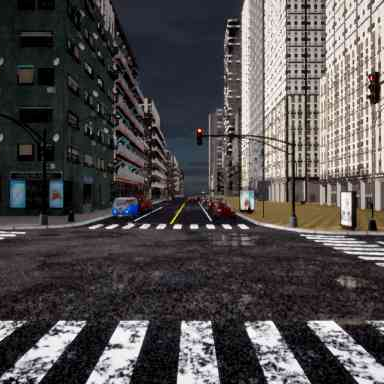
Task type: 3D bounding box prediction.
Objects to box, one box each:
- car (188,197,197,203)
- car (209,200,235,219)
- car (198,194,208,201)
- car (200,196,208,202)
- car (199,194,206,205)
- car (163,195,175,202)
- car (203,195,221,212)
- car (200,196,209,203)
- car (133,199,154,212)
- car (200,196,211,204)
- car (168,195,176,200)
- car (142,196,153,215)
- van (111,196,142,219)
[{"bbox_3d":[0.129,1.645,69.709,1.895,1.301,4.718,0,0,0],"label":"car"},{"bbox_3d":[2.709,1.592,28.406,1.802,1.307,4.206,0,0,0],"label":"car"},{"bbox_3d":[2.734,1.376,83.683,2.192,1.841,5.009,0,0,0],"label":"car"},{"bbox_3d":[2.730,1.636,78.155,1.802,1.307,4.206,0,0,0],"label":"car"},{"bbox_3d":[2.722,1.470,56.044,1.967,1.590,4.097,0,0,0],"label":"car"},{"bbox_3d":[-5.649,1.494,78.159,1.967,1.590,4.097,0,0,0],"label":"car"},{"bbox_3d":[2.715,1.457,39.462,1.967,1.590,4.097,0,0,0],"label":"car"},{"bbox_3d":[2.728,1.592,72.627,1.887,1.381,4.507,0,0,0],"label":"car"},{"bbox_3d":[-5.667,1.562,39.467,1.887,1.381,4.507,0,0,0],"label":"car"},{"bbox_3d":[2.726,1.592,67.100,2.008,1.369,4.403,0,0,0],"label":"car"},{"bbox_3d":[-5.643,1.643,94.742,1.947,1.339,4.313,0,0,0],"label":"car"},{"bbox_3d":[-5.667,1.329,33.939,2.192,1.841,5.009,0,0,0],"label":"car"},{"bbox_3d":[-5.670,1.352,28.411,1.690,1.788,3.998,0,0,0],"label":"van"}]
